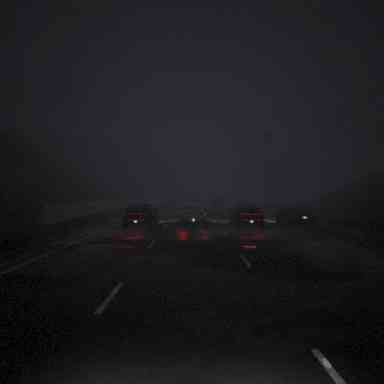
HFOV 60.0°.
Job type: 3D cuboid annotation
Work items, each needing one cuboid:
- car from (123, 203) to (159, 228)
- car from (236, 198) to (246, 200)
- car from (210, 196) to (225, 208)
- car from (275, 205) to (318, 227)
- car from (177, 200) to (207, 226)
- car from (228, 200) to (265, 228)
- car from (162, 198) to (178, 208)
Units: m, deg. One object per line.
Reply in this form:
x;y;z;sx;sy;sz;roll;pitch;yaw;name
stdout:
-3.403;1.519;22.439;1.837;1.490;4.892;0;0;0;car
7.304;1.557;49.462;1.812;1.442;4.674;0;0;6;car
3.723;1.382;48.779;2.097;1.767;4.553;0;0;5;car
7.097;1.579;22.938;1.994;1.385;4.181;0;0;0;car
0.084;1.541;23.474;1.812;1.442;4.674;0;0;0;car
3.597;1.519;22.450;1.837;1.490;4.892;0;0;0;car
-3.277;1.596;49.801;1.994;1.385;4.181;0;0;5;car
